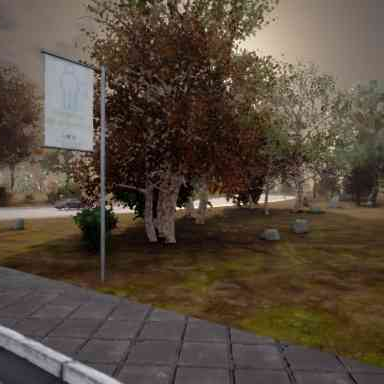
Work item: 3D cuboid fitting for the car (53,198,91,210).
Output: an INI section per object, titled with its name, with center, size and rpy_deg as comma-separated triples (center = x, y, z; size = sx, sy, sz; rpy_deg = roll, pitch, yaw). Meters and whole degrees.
[car]
center = -15.003, 1.488, 41.959
size = 1.837, 1.490, 4.892
rpy_deg = 0, 0, 38
